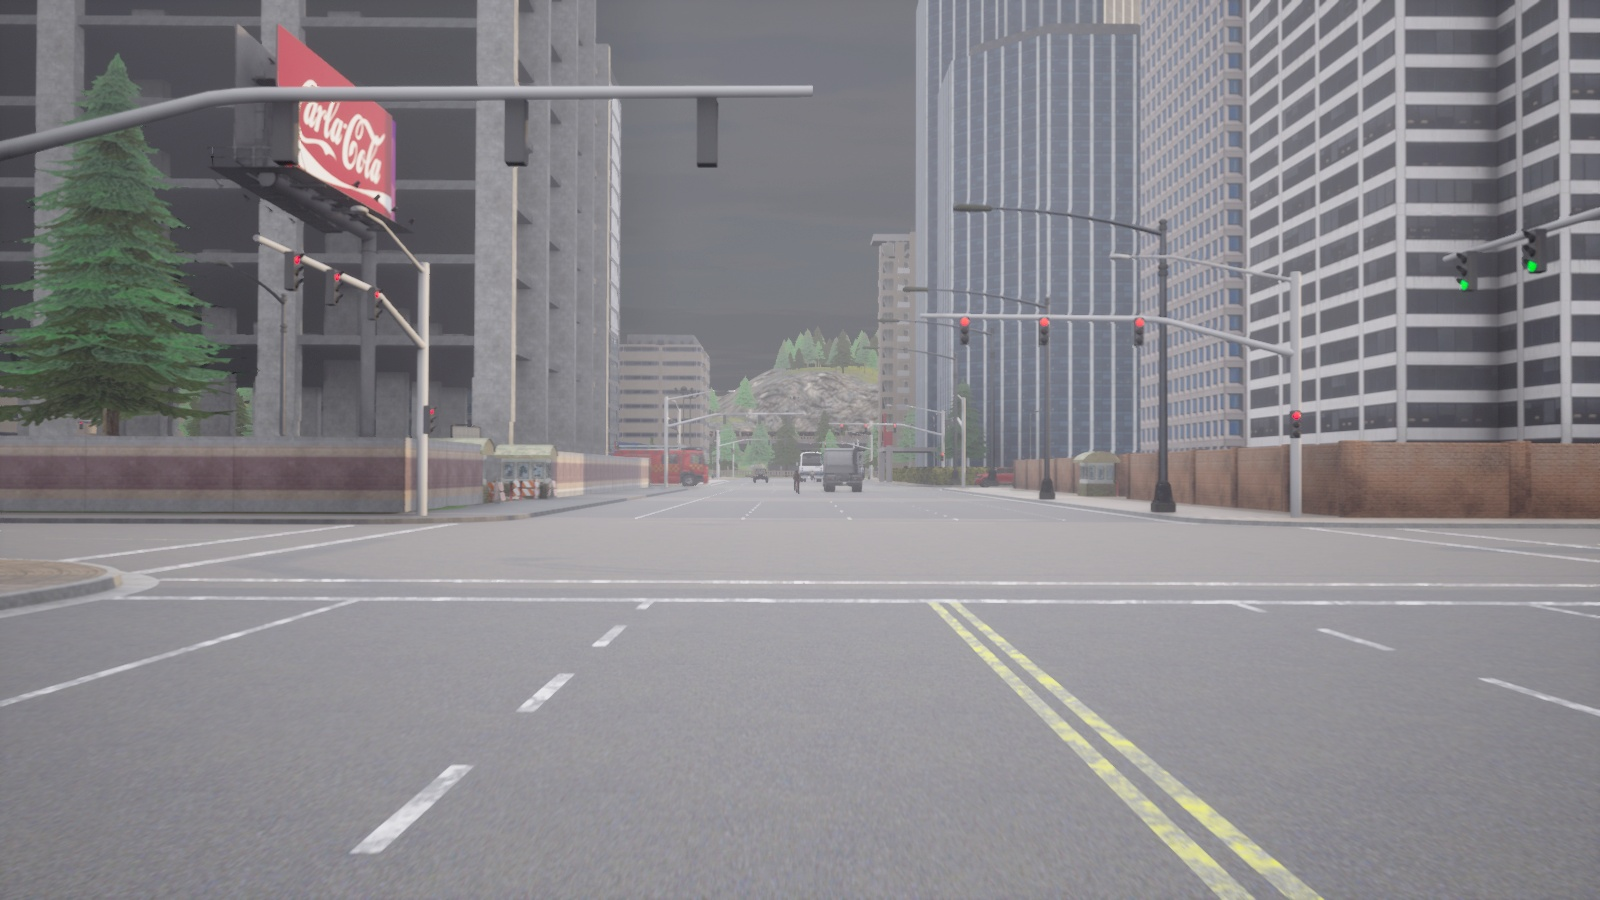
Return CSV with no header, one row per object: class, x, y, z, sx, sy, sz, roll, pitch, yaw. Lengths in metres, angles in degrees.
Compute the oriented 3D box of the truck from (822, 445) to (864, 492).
truck,3.267,1.438,96.695,2.891,3.462,7.936,0,-1,0
